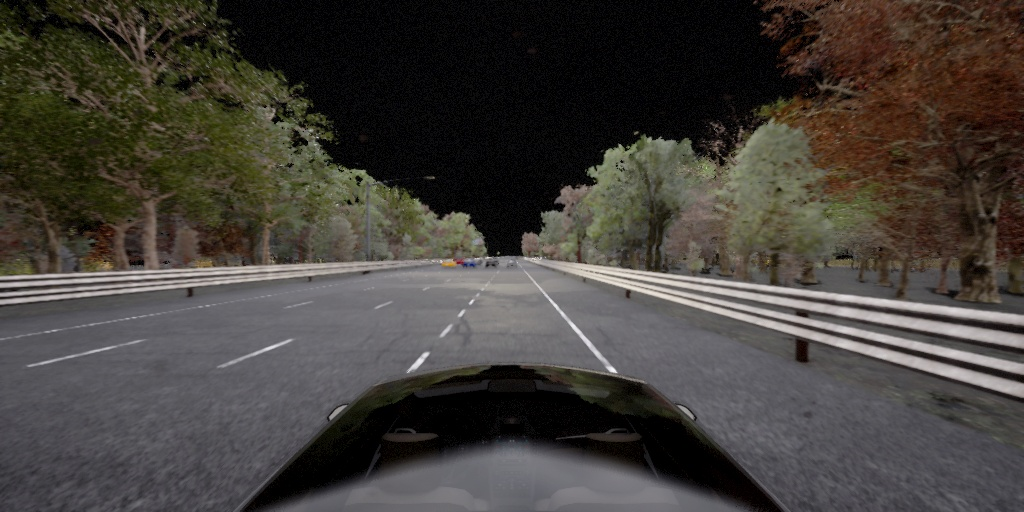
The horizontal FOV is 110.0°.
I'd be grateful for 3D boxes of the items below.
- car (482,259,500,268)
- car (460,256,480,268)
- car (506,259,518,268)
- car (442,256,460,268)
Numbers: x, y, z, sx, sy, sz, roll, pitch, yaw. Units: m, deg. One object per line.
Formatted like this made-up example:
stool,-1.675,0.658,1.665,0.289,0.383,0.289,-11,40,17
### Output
car,-3.511,1.303,60.295,1.837,1.490,4.892,0,0,0
car,-7.011,1.273,60.296,1.882,1.535,5.008,0,0,0
car,-0.011,1.347,60.296,2.033,1.411,5.357,0,0,0
car,-10.511,1.272,60.295,1.882,1.535,5.008,0,0,0
